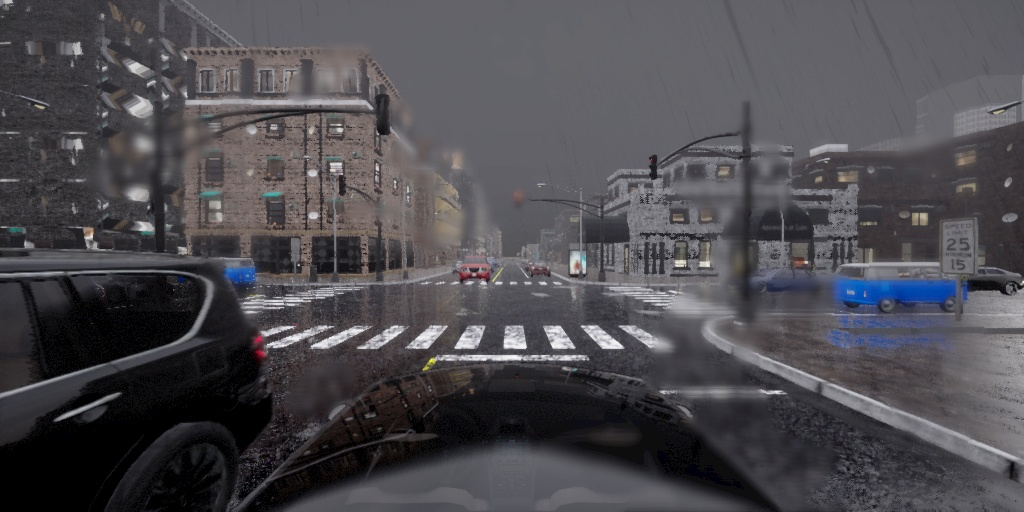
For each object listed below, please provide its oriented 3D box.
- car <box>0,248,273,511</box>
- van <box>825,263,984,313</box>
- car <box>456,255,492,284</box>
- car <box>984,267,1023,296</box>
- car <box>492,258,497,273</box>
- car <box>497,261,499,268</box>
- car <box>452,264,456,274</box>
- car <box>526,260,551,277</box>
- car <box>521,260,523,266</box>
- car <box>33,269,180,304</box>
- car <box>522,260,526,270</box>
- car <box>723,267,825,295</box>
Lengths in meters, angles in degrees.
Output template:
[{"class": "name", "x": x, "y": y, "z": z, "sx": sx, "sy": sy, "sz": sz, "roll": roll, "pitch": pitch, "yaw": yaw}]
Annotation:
[{"class": "car", "x": -3.101, "y": 0.973, "z": 0.736, "sx": 2.150, "sy": 2.045, "sz": 5.566, "roll": 0, "pitch": 0, "yaw": 0}, {"class": "van", "x": 14.648, "y": 1.156, "z": 13.548, "sx": 3.998, "sy": 1.789, "sz": 1.690, "roll": 0, "pitch": 0, "yaw": 0}, {"class": "car", "x": -2.826, "y": 0.967, "z": 27.515, "sx": 2.150, "sy": 2.045, "sz": 5.566, "roll": 0, "pitch": -1, "yaw": -5}, {"class": "car", "x": 24.423, "y": 1.290, "z": 19.411, "sx": 4.902, "sy": 1.511, "sz": 2.128, "roll": 0, "pitch": 0, "yaw": 0}, {"class": "car", "x": -3.125, "y": 1.287, "z": 43.134, "sx": 1.812, "sy": 1.442, "sz": 4.674, "roll": 0, "pitch": 0, "yaw": 0}, {"class": "car", "x": -3.111, "y": 1.379, "z": 59.835, "sx": 1.895, "sy": 1.301, "sz": 4.718, "roll": 0, "pitch": 0, "yaw": 0}, {"class": "car", "x": -5.717, "y": 1.310, "z": 40.920, "sx": 2.007, "sy": 1.370, "sz": 4.403, "roll": 0, "pitch": 0, "yaw": 0}, {"class": "car", "x": 2.668, "y": 1.195, "z": 35.241, "sx": 1.967, "sy": 1.591, "sz": 4.097, "roll": 0, "pitch": 0, "yaw": 0}, {"class": "car", "x": 2.656, "y": 1.321, "z": 52.331, "sx": 2.007, "sy": 1.370, "sz": 4.403, "roll": 0, "pitch": 0, "yaw": 0}, {"class": "car", "x": -17.743, "y": 1.296, "z": 15.869, "sx": 4.181, "sy": 1.385, "sz": 1.994, "roll": 0, "pitch": 0, "yaw": -1}, {"class": "car", "x": 2.660, "y": 1.347, "z": 46.634, "sx": 1.802, "sy": 1.307, "sz": 4.207, "roll": 0, "pitch": 0, "yaw": 0}, {"class": "car", "x": 14.498, "y": 1.320, "z": 19.334, "sx": 5.357, "sy": 1.411, "sz": 2.033, "roll": 0, "pitch": 0, "yaw": -1}]
